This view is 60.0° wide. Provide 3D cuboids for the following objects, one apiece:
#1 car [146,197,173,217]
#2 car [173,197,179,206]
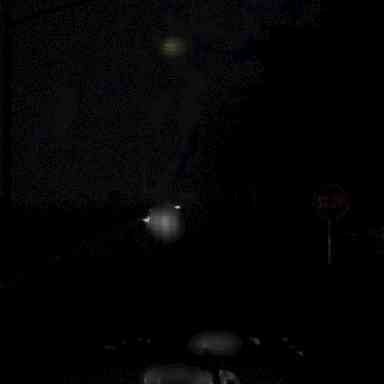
[{"bbox_3d":[-3.076,1.458,30.600,1.837,1.490,4.892,0,0,0],"label":"car"},{"bbox_3d":[-3.036,1.462,52.628,1.895,1.301,4.718,0,0,0],"label":"car"}]
